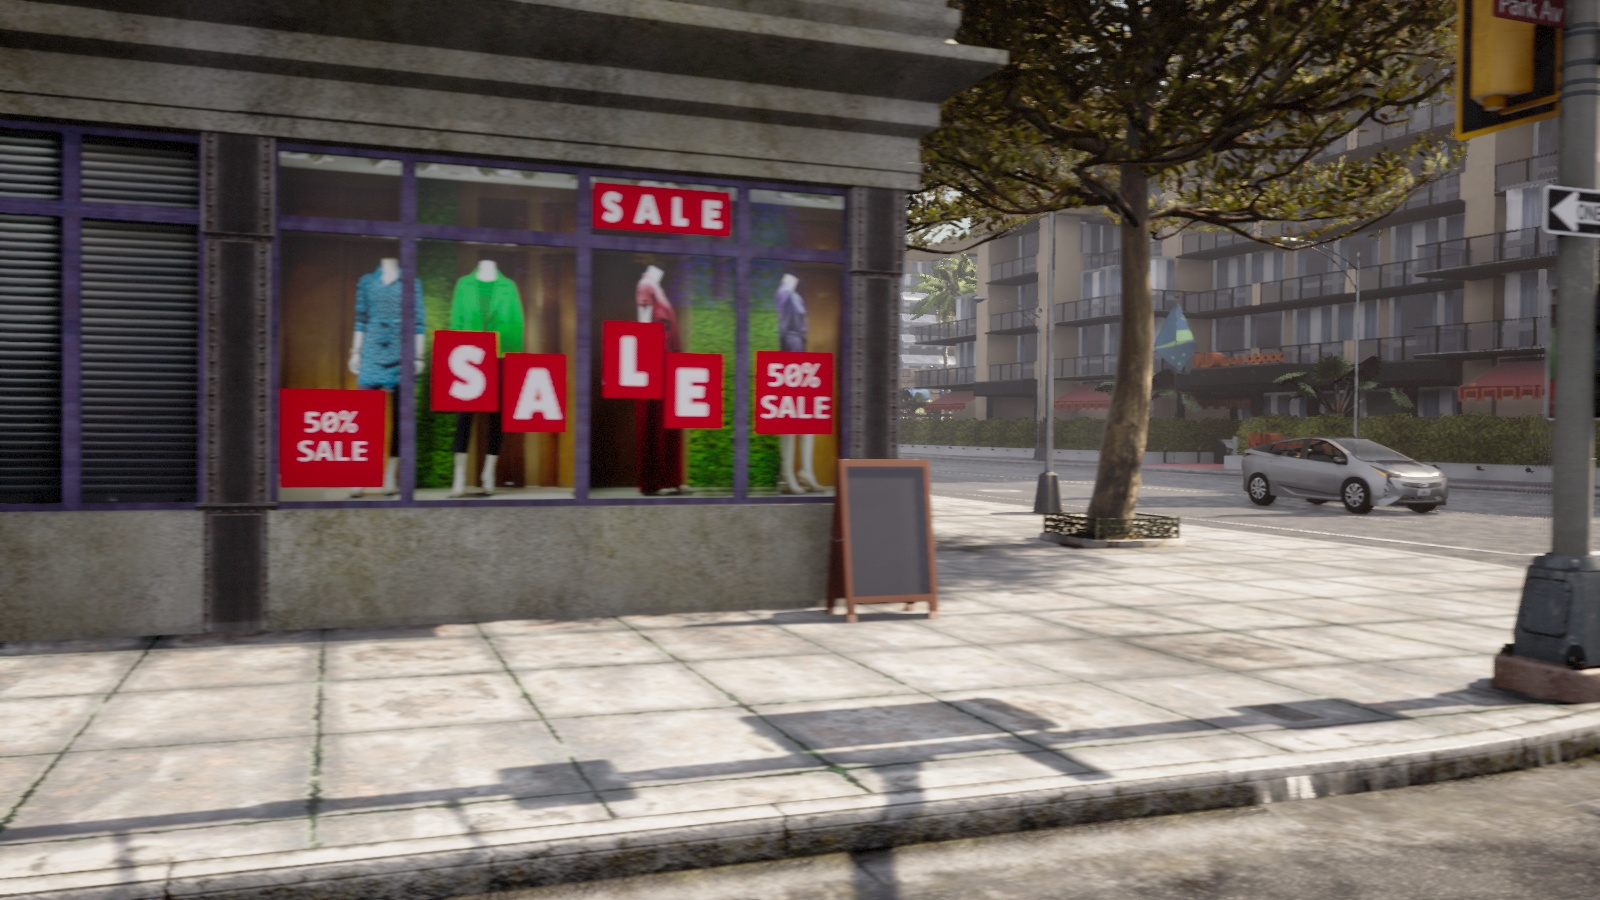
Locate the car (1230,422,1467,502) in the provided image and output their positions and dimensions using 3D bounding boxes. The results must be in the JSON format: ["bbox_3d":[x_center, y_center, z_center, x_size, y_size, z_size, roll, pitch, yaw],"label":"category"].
[{"bbox_3d":[11.447,0.190,26.592,2.007,1.525,4.514,-1,1,-21],"label":"car"}]
